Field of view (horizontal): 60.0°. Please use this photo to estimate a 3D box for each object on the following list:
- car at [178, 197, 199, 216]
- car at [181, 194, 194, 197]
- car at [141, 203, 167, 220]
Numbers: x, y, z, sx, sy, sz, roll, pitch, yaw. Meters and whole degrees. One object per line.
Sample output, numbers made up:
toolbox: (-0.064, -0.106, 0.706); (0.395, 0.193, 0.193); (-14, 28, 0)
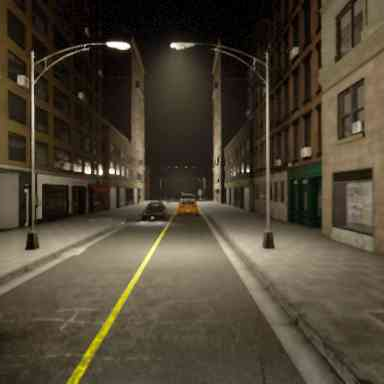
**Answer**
car: (-0.371, 1.518, 32.656); (1.882, 1.535, 5.008); (0, 0, 0)
car: (-0.569, 1.292, 45.754); (2.150, 2.045, 5.566); (0, 0, 0)
car: (-3.123, 1.619, 28.571); (2.033, 1.411, 5.357); (0, 0, -1)
